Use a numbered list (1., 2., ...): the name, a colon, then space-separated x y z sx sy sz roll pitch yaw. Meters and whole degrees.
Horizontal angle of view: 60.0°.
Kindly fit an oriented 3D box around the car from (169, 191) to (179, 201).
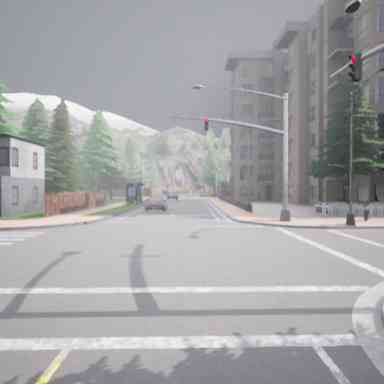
1. car: -3.333 0.638 57.569 1.882 1.535 5.008 0 1 0

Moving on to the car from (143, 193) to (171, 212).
1. car: -3.405 1.132 32.239 1.812 1.442 4.674 0 1 0
